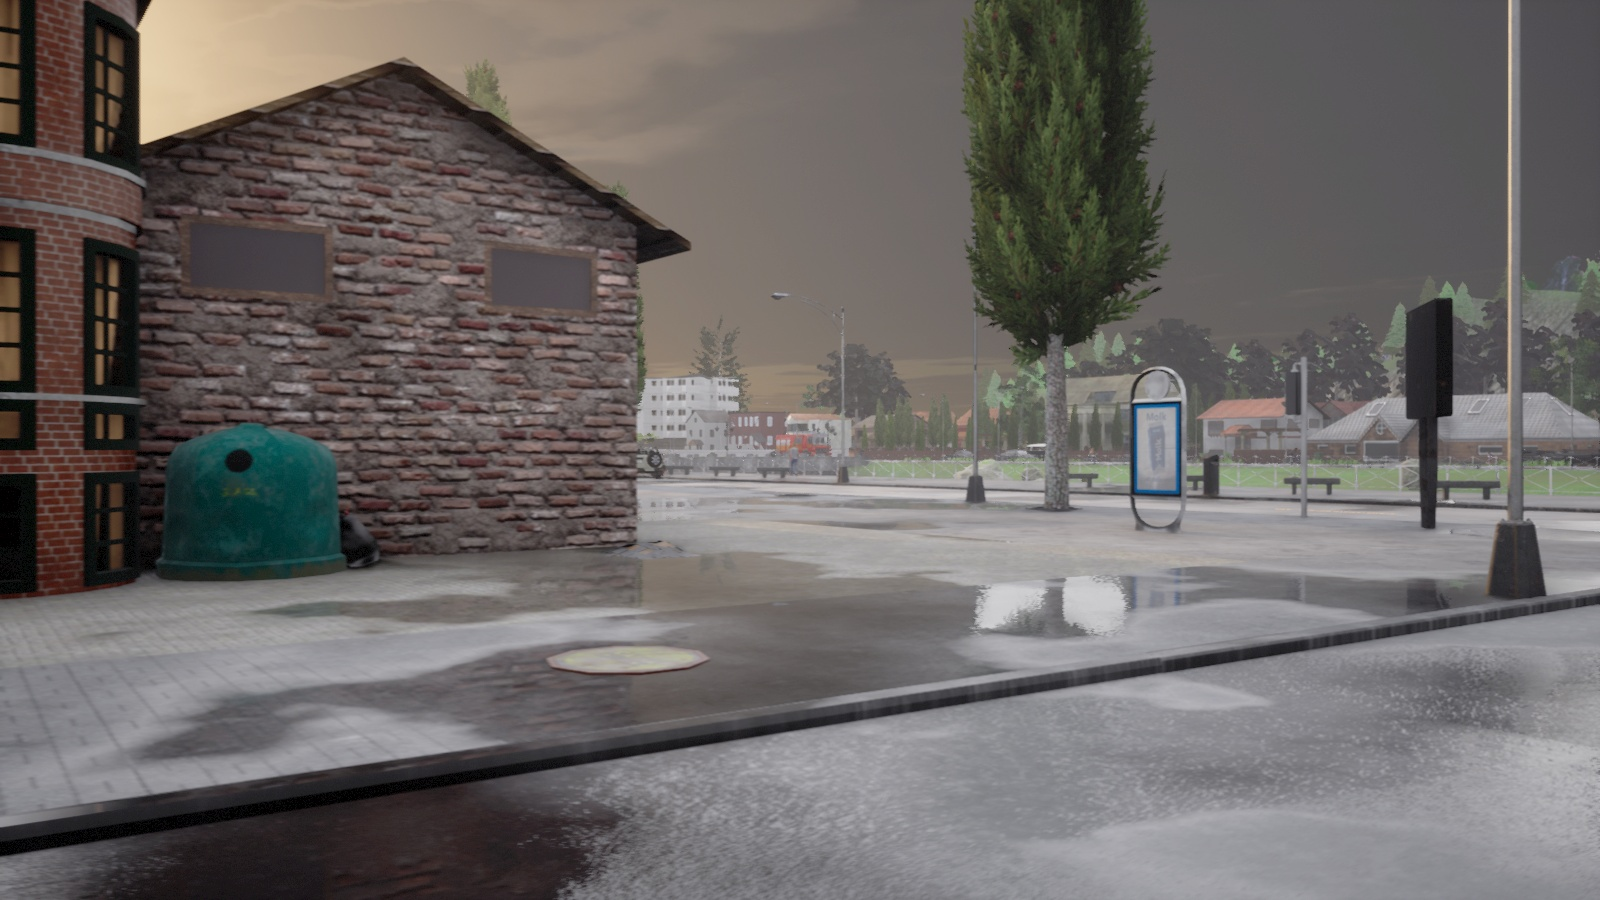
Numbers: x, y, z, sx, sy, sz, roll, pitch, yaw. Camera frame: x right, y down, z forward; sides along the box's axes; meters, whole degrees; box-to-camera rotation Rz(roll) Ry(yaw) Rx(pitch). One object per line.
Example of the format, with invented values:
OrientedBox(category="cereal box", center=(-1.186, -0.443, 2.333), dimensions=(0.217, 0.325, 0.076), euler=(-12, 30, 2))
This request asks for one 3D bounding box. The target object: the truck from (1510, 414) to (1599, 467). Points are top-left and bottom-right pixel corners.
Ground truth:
OrientedBox(category="truck", center=(52.311, -0.605, 84.013), dimensions=(2.891, 3.462, 7.936), euler=(0, 0, -35))

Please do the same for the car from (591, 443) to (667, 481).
OrientedBox(category="car", center=(-8.747, 0.587, 63.803), dimensions=(1.932, 1.855, 4.605), euler=(0, 0, -35))

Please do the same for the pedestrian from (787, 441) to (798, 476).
OrientedBox(category="pedestrian", center=(-0.398, 0.427, 65.514), dimensions=(0.354, 1.836, 0.706), euler=(0, 0, -19))
